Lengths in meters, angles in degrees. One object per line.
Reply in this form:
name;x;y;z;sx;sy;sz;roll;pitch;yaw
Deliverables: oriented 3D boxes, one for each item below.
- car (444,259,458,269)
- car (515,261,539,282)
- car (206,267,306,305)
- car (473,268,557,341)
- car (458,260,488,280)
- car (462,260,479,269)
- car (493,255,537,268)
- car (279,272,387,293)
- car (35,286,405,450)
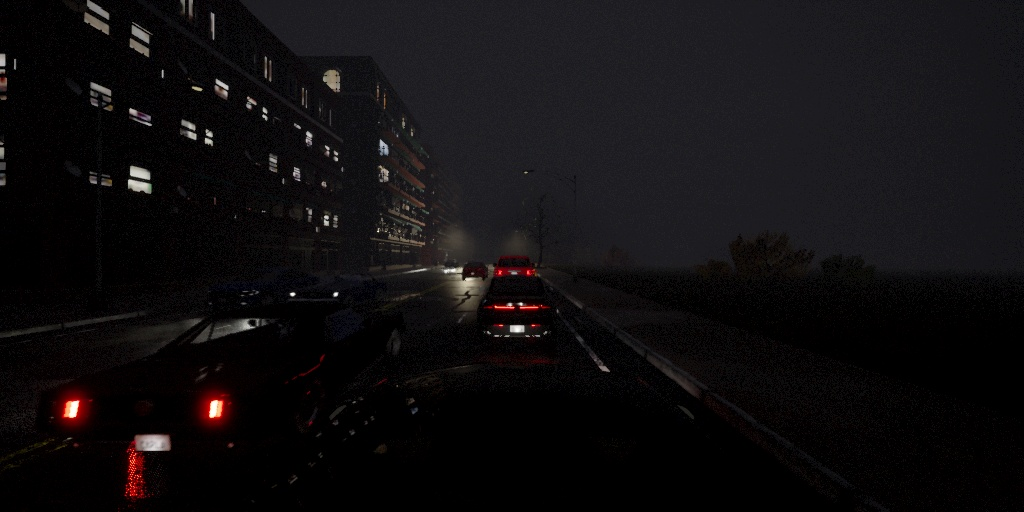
car;-9.778;1.244;58.239;2.128;1.511;4.902;0;0;0
car;1.166;1.209;30.585;1.801;1.575;5.366;0;0;0
car;-9.836;1.230;14.694;1.882;1.535;5.008;0;0;0
car;0.110;1.256;9.831;1.837;1.490;4.892;0;0;0
car;-3.121;1.232;30.889;1.882;1.535;5.008;0;0;0
car;-6.535;1.300;57.222;2.033;1.411;5.357;0;0;0
car;0.118;0.975;20.178;2.150;2.045;5.566;0;0;0
car;-6.587;1.353;14.092;1.895;1.301;4.718;0;0;0
car;-3.146;1.351;5.369;1.895;1.301;4.718;0;0;0
